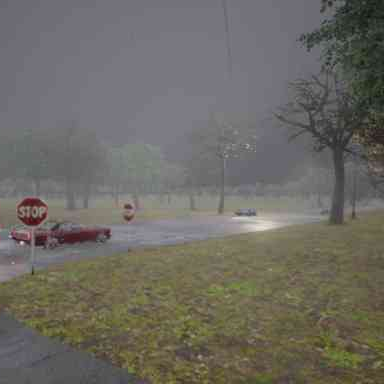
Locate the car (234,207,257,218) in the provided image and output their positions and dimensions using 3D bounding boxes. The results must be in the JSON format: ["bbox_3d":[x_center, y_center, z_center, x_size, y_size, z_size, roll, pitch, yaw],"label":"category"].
[{"bbox_3d":[7.931,2.987,49.090,1.994,1.385,4.181,1,-1,36],"label":"car"}]

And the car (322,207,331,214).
[{"bbox_3d":[28.393,3.819,69.401,2.033,1.411,5.357,1,-1,29],"label":"car"}]

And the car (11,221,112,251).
[{"bbox_3d":[-6.451,2.118,17.050,1.895,1.301,4.718,1,-2,36],"label":"car"}]
